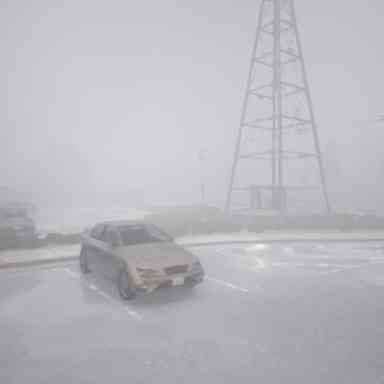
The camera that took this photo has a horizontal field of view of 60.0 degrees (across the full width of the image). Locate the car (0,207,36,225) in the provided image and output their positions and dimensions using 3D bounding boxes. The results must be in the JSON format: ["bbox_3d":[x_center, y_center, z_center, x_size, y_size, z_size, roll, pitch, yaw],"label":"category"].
[{"bbox_3d":[-9.850,1.523,18.264,1.784,1.438,3.905,0,0,-35],"label":"car"}]

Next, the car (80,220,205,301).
[{"bbox_3d":[-1.467,1.508,8.432,1.816,1.474,4.193,0,0,-35],"label":"car"}]
